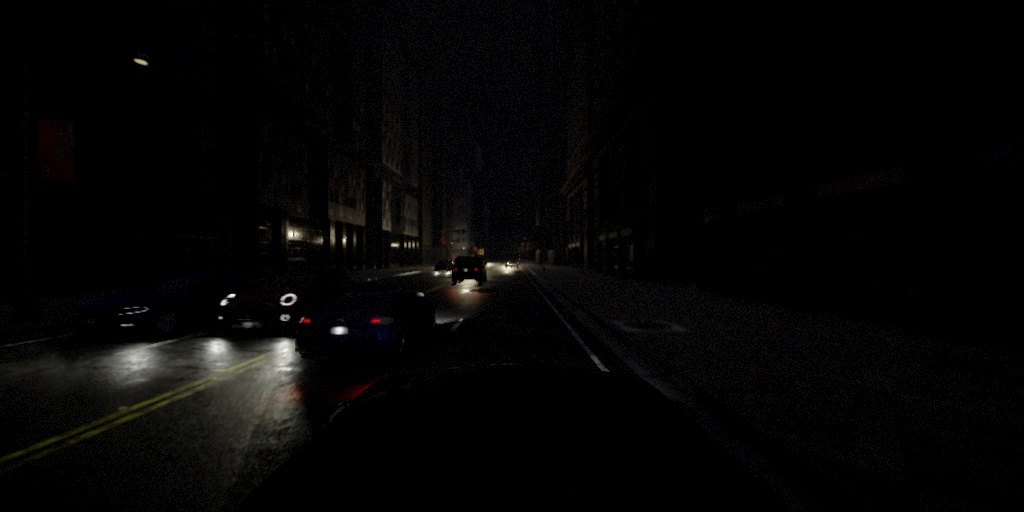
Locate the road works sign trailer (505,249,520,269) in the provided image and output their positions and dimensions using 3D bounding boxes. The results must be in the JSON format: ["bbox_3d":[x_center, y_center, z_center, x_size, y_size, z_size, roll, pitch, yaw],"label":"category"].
[{"bbox_3d":[0.012,0.471,64.822,2.380,3.560,2.880,0,0,0],"label":"road works sign trailer"}]

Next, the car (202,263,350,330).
[{"bbox_3d":[-6.599,1.137,11.196,2.097,1.767,4.553,0,0,0],"label":"car"}]

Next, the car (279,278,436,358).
[{"bbox_3d":[-3.149,1.339,8.548,1.994,1.385,4.181,0,0,0],"label":"car"}]

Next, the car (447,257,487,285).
[{"bbox_3d":[-3.145,1.067,27.032,2.150,2.045,5.566,0,0,0],"label":"car"}]

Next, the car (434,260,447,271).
[{"bbox_3d":[-9.810,1.299,51.869,2.097,1.767,4.553,0,0,0],"label":"car"}]

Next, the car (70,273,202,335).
[{"bbox_3d":[-9.849,1.261,10.880,1.882,1.535,5.008,0,0,0],"label":"car"}]
